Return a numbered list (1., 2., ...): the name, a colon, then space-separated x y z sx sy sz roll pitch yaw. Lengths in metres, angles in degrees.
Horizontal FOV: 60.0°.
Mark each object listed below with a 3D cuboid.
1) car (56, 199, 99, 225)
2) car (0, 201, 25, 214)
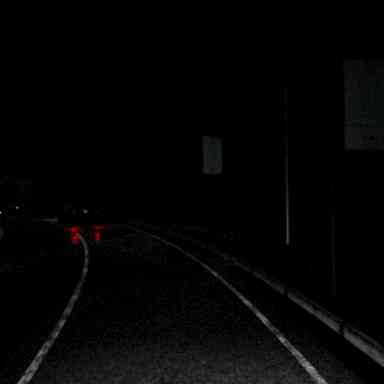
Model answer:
1. car: -8.642 1.384 24.936 2.097 1.767 4.553 0 0 -35
2. car: -19.820 1.610 35.668 4.181 1.385 1.994 0 -1 35
